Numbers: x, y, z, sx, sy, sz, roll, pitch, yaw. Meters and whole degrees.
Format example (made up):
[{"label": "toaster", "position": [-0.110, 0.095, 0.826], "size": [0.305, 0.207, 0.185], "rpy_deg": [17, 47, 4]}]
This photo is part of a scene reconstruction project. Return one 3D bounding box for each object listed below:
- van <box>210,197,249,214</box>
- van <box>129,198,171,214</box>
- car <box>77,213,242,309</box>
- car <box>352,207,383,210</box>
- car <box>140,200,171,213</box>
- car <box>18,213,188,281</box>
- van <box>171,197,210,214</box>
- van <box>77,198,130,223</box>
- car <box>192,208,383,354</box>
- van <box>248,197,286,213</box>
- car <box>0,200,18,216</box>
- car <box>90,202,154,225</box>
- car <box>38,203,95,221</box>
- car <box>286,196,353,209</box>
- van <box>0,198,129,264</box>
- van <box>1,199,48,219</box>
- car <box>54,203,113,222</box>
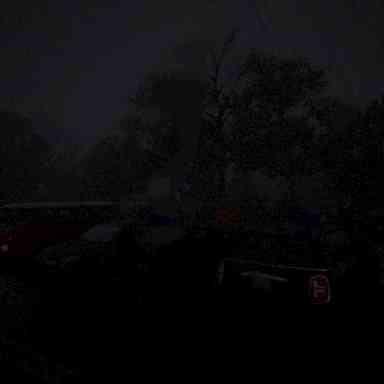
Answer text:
[{"label": "van", "position": [3.329, 1.332, 22.092], "size": [1.878, 1.987, 4.442], "rpy_deg": [0, 0, 36]}, {"label": "van", "position": [-3.543, 1.457, 26.740], "size": [1.878, 1.987, 4.442], "rpy_deg": [-2, -1, 36]}, {"label": "car", "position": [0.023, 1.524, 8.213], "size": [2.097, 1.535, 5.008], "rpy_deg": [0, 0, 36]}, {"label": "car", "position": [10.010, 1.503, 17.145], "size": [2.097, 1.535, 5.008], "rpy_deg": [0, 0, 36]}, {"label": "car", "position": [-1.218, 1.620, 25.221], "size": [2.097, 1.535, 5.008], "rpy_deg": [-2, -1, 36]}, {"label": "car", "position": [-2.227, 1.582, 9.839], "size": [2.002, 1.452, 4.674], "rpy_deg": [0, 0, 36]}, {"label": "van", "position": [0.836, 1.351, 23.596], "size": [1.878, 1.987, 4.442], "rpy_deg": [-1, -1, 36]}, {"label": "van", "position": [-7.905, 1.582, 30.160], "size": [1.878, 1.987, 4.442], "rpy_deg": [-2, -1, 36]}, {"label": "car", "position": [2.262, 1.380, 6.573], "size": [2.185, 1.767, 4.553], "rpy_deg": [0, 0, 36]}, {"label": "van", "position": [5.478, 1.314, 20.549], "size": [1.878, 1.987, 4.442], "rpy_deg": [0, 0, 36]}, {"label": "car", "position": [-25.952, 2.066, 43.010], "size": [2.435, 2.045, 5.566], "rpy_deg": [-2, -1, 36]}, {"label": "car", "position": [-5.826, 1.742, 28.296], "size": [1.946, 1.575, 5.366], "rpy_deg": [-2, -1, 36]}, {"label": "car", "position": [-12.471, 1.933, 33.289], "size": [2.097, 1.535, 5.008], "rpy_deg": [-2, -1, 36]}, {"label": "car", "position": [7.644, 1.271, 18.816], "size": [2.435, 2.045, 5.566], "rpy_deg": [0, 0, 36]}, {"label": "van", "position": [-4.553, 1.335, 11.363], "size": [1.878, 1.987, 4.442], "rpy_deg": [0, 0, 36]}, {"label": "van", "position": [-19.153, 1.895, 38.238], "size": [1.878, 1.987, 4.442], "rpy_deg": [-2, -1, 36]}, {"label": "car", "position": [-10.222, 1.872, 31.673], "size": [2.231, 1.521, 4.892], "rpy_deg": [-2, -1, 36]}]
